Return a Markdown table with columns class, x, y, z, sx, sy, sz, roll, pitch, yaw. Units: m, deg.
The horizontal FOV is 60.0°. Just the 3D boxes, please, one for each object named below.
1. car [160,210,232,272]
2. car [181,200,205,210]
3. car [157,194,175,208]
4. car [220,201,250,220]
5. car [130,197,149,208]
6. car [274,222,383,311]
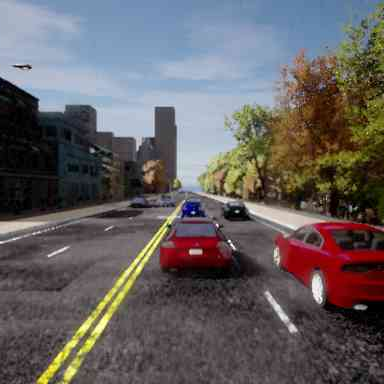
| class | x | y | z | sx | sy | sz | roll | pitch | yaw |
| --- | --- | --- | --- | --- | --- | --- | --- | --- | --- |
| car | 0.097 | 1.502 | 10.587 | 1.994 | 1.385 | 4.181 | 0 | 0 | 0 |
| car | 0.092 | 1.369 | 27.017 | 1.812 | 1.442 | 4.674 | 0 | 0 | 0 |
| car | -3.349 | 1.097 | 43.878 | 2.097 | 1.767 | 4.553 | 0 | 0 | 0 |
| car | 3.341 | 1.410 | 26.551 | 1.994 | 1.385 | 4.181 | 0 | 0 | 0 |
| car | -6.603 | 1.302 | 42.399 | 2.033 | 1.411 | 5.357 | 0 | 0 | 0 |
| car | 3.337 | 1.432 | 7.801 | 1.882 | 1.535 | 5.008 | 0 | 0 | 0 |
